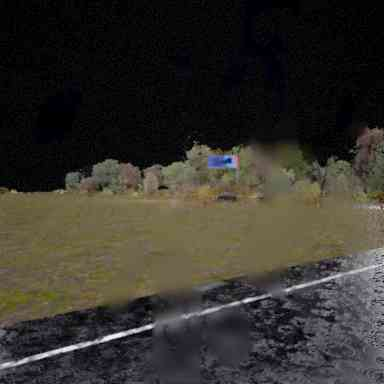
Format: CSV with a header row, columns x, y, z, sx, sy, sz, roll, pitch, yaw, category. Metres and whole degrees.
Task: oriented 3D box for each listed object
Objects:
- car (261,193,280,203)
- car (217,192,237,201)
x,y,z,sx,sy,sz,roll,pitch,yaw,category
15.683,1.185,68.477,2.150,2.045,5.566,0,0,-34,car
8.399,1.068,79.150,2.150,2.045,5.566,0,0,-34,car
